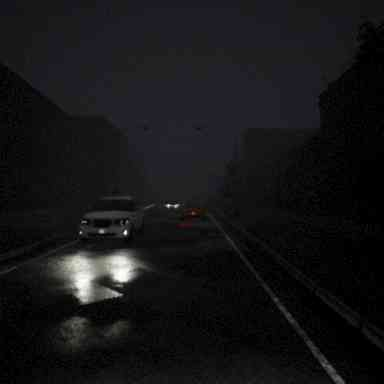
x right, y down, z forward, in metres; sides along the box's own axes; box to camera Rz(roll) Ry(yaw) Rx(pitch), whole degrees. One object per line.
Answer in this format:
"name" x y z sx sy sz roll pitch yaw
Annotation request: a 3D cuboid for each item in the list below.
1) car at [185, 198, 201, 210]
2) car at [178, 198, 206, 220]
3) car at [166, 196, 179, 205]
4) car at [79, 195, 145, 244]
"car" 0.084 1.489 43.052 1.994 1.385 4.181 0 0 0
"car" 0.096 1.437 27.395 1.882 1.535 5.008 0 0 0
"car" -3.251 1.458 56.915 1.994 1.385 4.181 0 0 2
"car" -3.602 1.206 16.041 2.150 2.045 5.566 0 0 0
